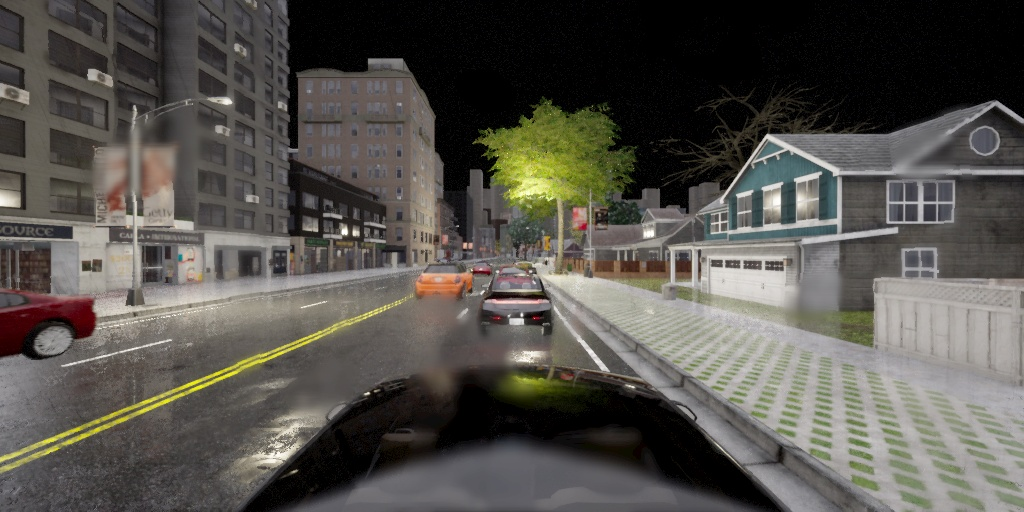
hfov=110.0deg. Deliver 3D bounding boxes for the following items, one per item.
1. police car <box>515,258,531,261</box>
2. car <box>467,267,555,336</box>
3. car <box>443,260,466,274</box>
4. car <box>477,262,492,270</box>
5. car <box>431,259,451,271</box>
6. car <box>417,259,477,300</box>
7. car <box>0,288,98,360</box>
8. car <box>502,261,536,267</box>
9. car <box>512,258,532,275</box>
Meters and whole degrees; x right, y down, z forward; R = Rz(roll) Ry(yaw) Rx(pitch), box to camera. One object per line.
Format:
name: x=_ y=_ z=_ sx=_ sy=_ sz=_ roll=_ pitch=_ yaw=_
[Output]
police car: x=1.005 y=1.155 z=29.608 sx=1.930 sy=1.638 sz=5.238 roll=0 pitch=0 yaw=0
car: x=0.112 y=1.239 z=10.375 sx=2.128 sy=1.511 sz=4.902 roll=0 pitch=0 yaw=0
car: x=-6.558 y=1.222 z=41.033 sx=1.837 sy=1.490 sz=4.892 roll=0 pitch=0 yaw=0
car: x=-3.110 y=1.282 z=38.081 sx=1.994 sy=1.385 sz=4.181 roll=0 pitch=0 yaw=0
car: x=-9.799 y=1.181 z=49.787 sx=1.882 sy=1.535 sz=5.008 roll=0 pitch=0 yaw=0
car: x=-3.132 y=1.095 z=17.594 sx=2.097 sy=1.767 sz=4.553 roll=0 pitch=0 yaw=0
car: x=-9.845 y=1.227 z=5.533 sx=1.882 sy=1.535 sz=5.008 roll=0 pitch=0 yaw=0
car: x=0.120 y=1.219 z=19.879 sx=1.882 sy=1.535 sz=5.008 roll=0 pitch=0 yaw=0
car: x=1.015 y=1.068 z=39.468 sx=2.097 sy=1.767 sz=4.553 roll=0 pitch=0 yaw=0
